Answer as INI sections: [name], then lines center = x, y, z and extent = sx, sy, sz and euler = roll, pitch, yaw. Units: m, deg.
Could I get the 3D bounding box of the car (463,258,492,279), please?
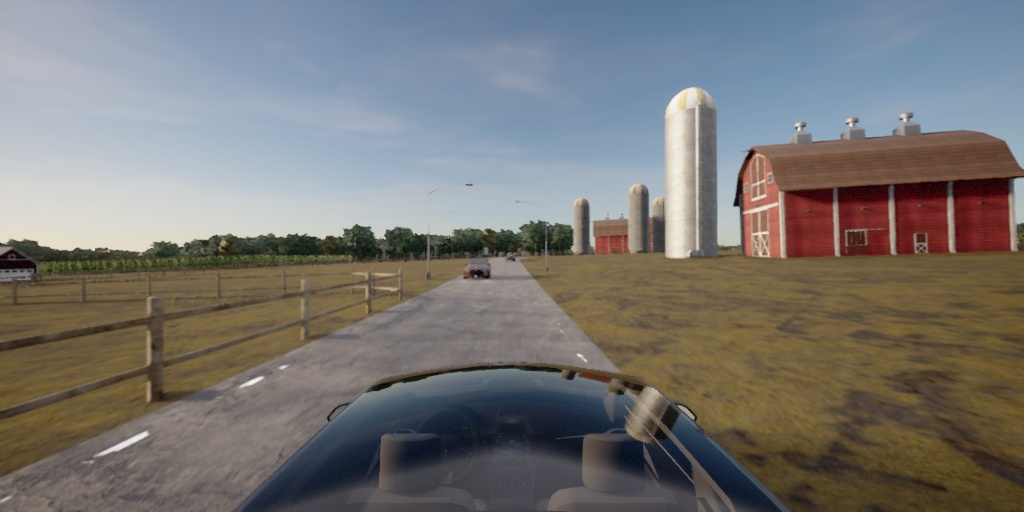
[car]
center = -2.842, 0.971, 30.273
extent = 2.097, 1.767, 4.553
euler = 0, 1, 0
